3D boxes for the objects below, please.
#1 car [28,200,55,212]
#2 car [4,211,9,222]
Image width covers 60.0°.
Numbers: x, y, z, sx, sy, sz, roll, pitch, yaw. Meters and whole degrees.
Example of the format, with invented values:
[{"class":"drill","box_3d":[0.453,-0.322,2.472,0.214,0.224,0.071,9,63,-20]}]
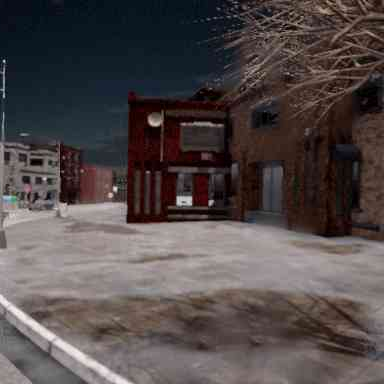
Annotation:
[{"class":"car","box_3d":[-20.451,1.872,45.371,1.837,1.490,4.892,1,-1,1]},{"class":"car","box_3d":[-15.909,1.717,25.514,2.033,1.411,5.357,1,-1,-9]}]
